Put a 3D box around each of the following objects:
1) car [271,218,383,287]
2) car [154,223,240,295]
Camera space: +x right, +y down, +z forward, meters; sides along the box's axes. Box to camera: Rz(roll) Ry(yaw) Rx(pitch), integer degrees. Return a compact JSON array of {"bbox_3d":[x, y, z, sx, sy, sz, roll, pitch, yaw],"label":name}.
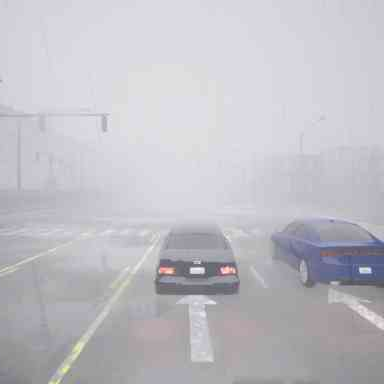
[{"bbox_3d":[3.600,1.478,9.376,1.882,1.535,5.008,0,0,0],"label":"car"},{"bbox_3d":[0.098,1.547,8.852,2.033,1.411,5.357,0,0,0],"label":"car"}]
